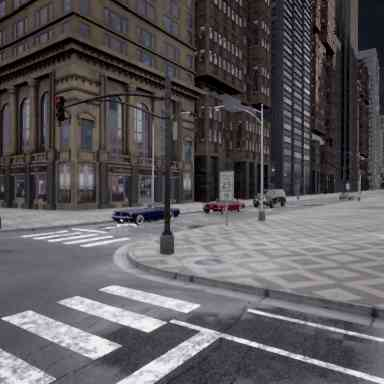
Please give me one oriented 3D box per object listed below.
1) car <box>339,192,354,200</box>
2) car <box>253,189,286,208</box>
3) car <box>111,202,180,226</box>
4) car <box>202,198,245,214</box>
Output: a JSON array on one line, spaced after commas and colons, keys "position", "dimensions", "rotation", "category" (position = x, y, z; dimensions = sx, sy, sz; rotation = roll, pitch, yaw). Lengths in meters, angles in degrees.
[{"position": [27.091, 0.683, 58.143], "dimensions": [2.033, 1.411, 5.357], "rotation": [0, 1, 33], "category": "car"}, {"position": [9.035, 0.696, 38.323], "dimensions": [2.150, 2.045, 5.566], "rotation": [0, 1, 36], "category": "car"}, {"position": [-2.908, 1.350, 21.583], "dimensions": [1.895, 1.301, 4.718], "rotation": [0, 1, 36], "category": "car"}, {"position": [2.895, 1.217, 29.716], "dimensions": [1.895, 1.301, 4.718], "rotation": [0, 1, 35], "category": "car"}]
